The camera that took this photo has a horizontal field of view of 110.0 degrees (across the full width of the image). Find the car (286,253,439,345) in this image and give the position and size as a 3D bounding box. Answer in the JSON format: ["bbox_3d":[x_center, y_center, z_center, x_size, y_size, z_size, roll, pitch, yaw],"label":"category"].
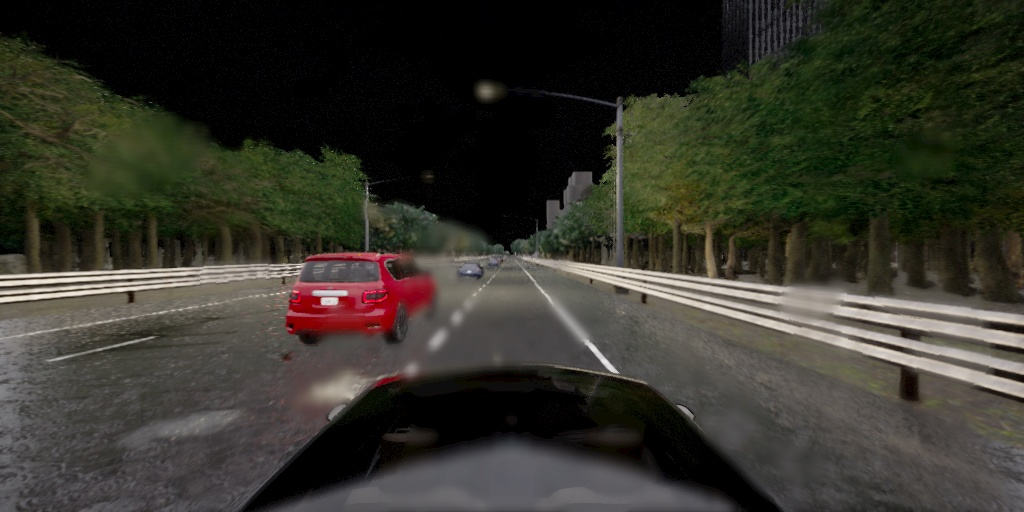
[{"bbox_3d":[-3.503,0.958,9.568,2.150,2.045,5.566,0,0,0],"label":"car"}]

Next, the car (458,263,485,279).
[{"bbox_3d":[-3.508,1.268,31.506,1.994,1.385,4.181,0,0,0],"label":"car"}]
